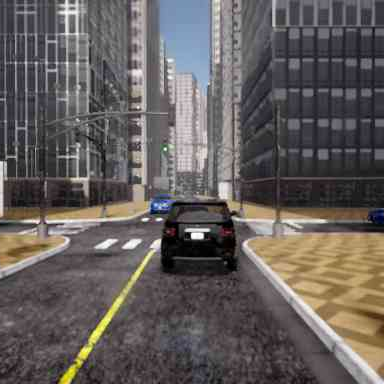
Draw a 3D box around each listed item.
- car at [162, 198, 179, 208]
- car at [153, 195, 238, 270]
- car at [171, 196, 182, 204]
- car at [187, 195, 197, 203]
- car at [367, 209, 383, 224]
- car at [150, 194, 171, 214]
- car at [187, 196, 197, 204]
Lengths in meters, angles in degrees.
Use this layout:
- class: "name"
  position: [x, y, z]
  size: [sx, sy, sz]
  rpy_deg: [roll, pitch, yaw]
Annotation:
- class: "car"
  position: [-3.082, 1.553, 48.449]
  size: [2.033, 1.411, 5.357]
  rpy_deg: [0, 0, 0]
- class: "car"
  position: [0.376, 1.216, 11.198]
  size: [2.150, 2.045, 5.566]
  rpy_deg: [0, 0, 5]
- class: "car"
  position: [-3.024, 1.545, 64.883]
  size: [1.812, 1.442, 4.674]
  rpy_deg: [0, 0, 1]
- class: "car"
  position: [-0.005, 1.542, 74.847]
  size: [2.128, 1.511, 4.902]
  rpy_deg: [0, 0, 0]
- class: "car"
  position: [14.167, 1.428, 21.749]
  size: [5.008, 1.535, 1.882]
  rpy_deg: [0, 1, 4]
- class: "car"
  position: [-3.099, 1.220, 35.130]
  size: [2.150, 2.045, 5.566]
  rpy_deg: [0, 0, 0]
- class: "car"
  position: [-0.005, 1.545, 64.830]
  size: [1.812, 1.442, 4.674]
  rpy_deg: [0, 0, 0]
